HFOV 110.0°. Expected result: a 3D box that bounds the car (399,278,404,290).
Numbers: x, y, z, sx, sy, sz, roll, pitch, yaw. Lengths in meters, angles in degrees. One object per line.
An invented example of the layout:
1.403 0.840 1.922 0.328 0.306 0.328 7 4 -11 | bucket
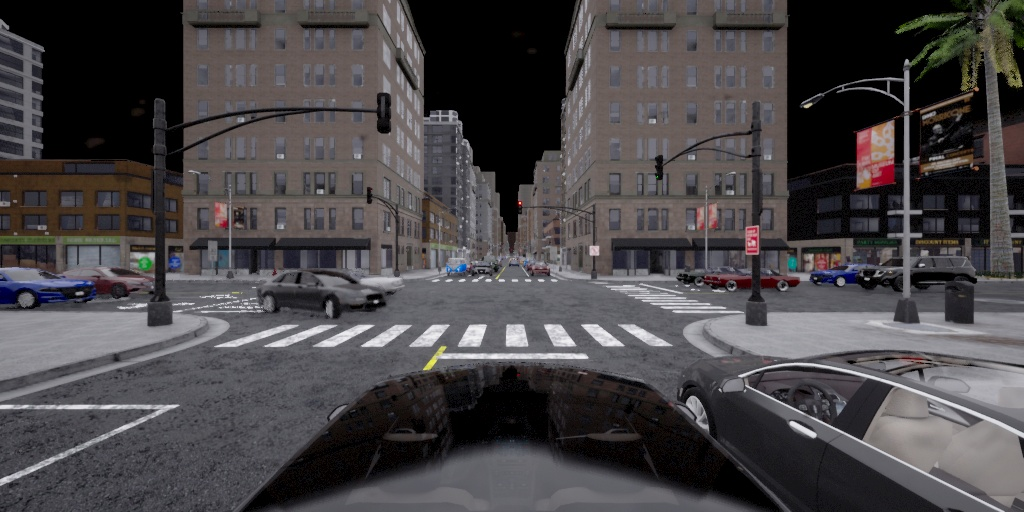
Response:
-7.773 1.341 17.455 4.718 1.301 1.895 0 0 0 | car

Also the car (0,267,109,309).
-19.570 1.203 14.144 5.008 1.535 1.882 0 0 0 | car

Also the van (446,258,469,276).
-5.701 1.093 36.974 1.690 1.789 3.998 0 0 0 | van

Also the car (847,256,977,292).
23.610 1.007 21.061 5.566 2.045 2.150 0 0 0 | car

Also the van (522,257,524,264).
2.934 1.094 59.612 1.690 1.789 3.998 0 0 0 | van

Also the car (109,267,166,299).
-19.679 1.246 17.398 4.674 1.442 1.812 0 0 0 | car

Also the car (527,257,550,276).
2.825 1.192 36.935 1.967 1.591 4.097 0 0 0 | car

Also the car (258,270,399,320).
-6.668 1.254 12.575 4.892 1.490 1.837 0 -2 22 | car

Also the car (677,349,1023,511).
2.668 1.300 2.286 2.007 1.370 4.403 0 0 0 | car

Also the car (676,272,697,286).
13.739 1.365 24.263 4.718 1.301 1.895 0 0 0 | car

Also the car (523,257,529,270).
2.880 1.193 48.273 1.967 1.591 4.097 0 0 0 | car

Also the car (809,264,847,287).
23.058 1.258 24.308 5.008 1.535 1.882 0 0 0 | car

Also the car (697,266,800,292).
13.857 1.370 21.014 4.718 1.301 1.895 0 0 0 | car

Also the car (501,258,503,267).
-2.847 1.354 55.711 1.895 1.301 4.718 0 0 0 | car

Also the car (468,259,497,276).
-2.945 1.316 36.612 1.994 1.385 4.181 0 0 0 | car

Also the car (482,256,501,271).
-2.896 0.975 45.920 2.150 2.045 5.566 0 0 0 | car
